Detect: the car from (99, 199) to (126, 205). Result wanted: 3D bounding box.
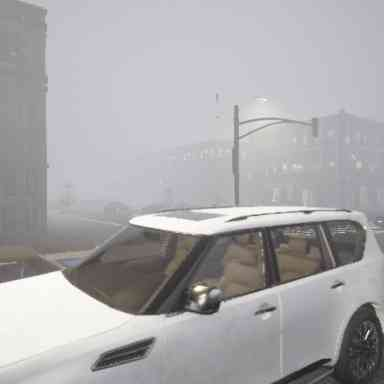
[{"bbox_3d":[-7.923,1.847,35.460,1.967,1.590,4.097,-1,0,-35],"label":"car"}]

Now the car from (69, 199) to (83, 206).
[{"bbox_3d":[-26.720,2.365,76.421,1.947,1.339,4.313,-1,0,-35],"label":"car"}]

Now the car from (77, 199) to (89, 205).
[{"bbox_3d":[-20.211,2.195,62.807,1.812,1.442,4.674,-1,0,-35],"label":"car"}]

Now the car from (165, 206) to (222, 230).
[{"bbox_3d":[0.014,1.815,24.074,1.947,1.339,4.313,-1,0,-35],"label":"car"}]

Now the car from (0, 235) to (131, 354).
[{"bbox_3d":[-3.520,1.601,5.168,4.718,1.301,1.895,0,0,-35],"label":"car"}]

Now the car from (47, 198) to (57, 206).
[{"bbox_3d":[-23.842,2.233,57.889,1.752,1.417,4.829,-1,0,-35],"label":"car"}]

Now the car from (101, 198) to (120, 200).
[{"bbox_3d":[-9.249,1.939,41.835,2.128,1.511,4.902,-1,0,-35],"label":"car"}]

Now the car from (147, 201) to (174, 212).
[{"bbox_3d":[-4.291,1.966,44.826,1.802,1.307,4.206,-2,0,-35],"label":"car"}]

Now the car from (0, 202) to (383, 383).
[{"bbox_3d":[0.119,1.222,3.768,5.566,2.045,2.150,0,0,-35],"label":"car"}]

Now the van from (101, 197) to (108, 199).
[{"bbox_3d":[-13.909,1.907,58.366,1.690,1.788,3.998,-1,0,-35],"label":"van"}]

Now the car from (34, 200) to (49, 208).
[{"bbox_3d":[-30.349,2.377,67.055,2.008,1.369,4.403,-1,0,-35],"label":"car"}]

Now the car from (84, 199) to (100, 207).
[{"bbox_3d":[-20.312,2.228,67.393,1.887,1.381,4.507,-1,0,-35],"label":"car"}]

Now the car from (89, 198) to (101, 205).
[{"bbox_3d":[-17.114,1.940,62.880,2.192,1.841,5.009,-1,0,-35],"label":"car"}]

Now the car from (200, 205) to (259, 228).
[{"bbox_3d":[2.693,1.738,25.001,1.812,1.442,4.674,-1,0,-34],"label":"car"}]

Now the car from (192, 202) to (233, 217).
[{"bbox_3d":[2.116,1.810,35.799,2.008,1.369,4.403,-2,0,-35],"label":"car"}]

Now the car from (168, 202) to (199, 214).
[{"bbox_3d":[-1.088,1.904,40.313,1.802,1.307,4.206,-2,0,-35],"label":"car"}]
